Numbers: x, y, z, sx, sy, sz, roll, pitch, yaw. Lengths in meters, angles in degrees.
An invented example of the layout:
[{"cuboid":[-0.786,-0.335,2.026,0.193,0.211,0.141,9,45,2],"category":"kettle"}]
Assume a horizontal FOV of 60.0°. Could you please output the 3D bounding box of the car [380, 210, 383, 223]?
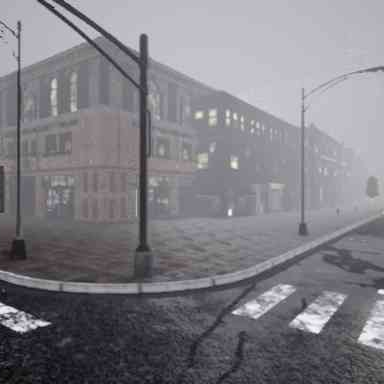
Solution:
[{"cuboid":[16.171,1.664,26.660,1.752,1.417,4.829,0,0,35],"category":"car"}]
